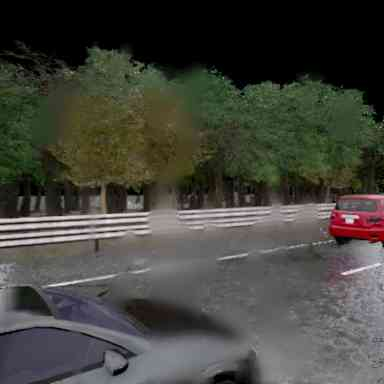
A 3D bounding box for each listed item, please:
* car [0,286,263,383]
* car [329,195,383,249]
[{"bbox_3d":[-1.358,1.562,2.778,4.181,1.385,1.994,0,0,-36],"label":"car"},{"bbox_3d":[7.948,1.138,13.717,5.566,2.045,2.150,0,0,-35],"label":"car"}]
